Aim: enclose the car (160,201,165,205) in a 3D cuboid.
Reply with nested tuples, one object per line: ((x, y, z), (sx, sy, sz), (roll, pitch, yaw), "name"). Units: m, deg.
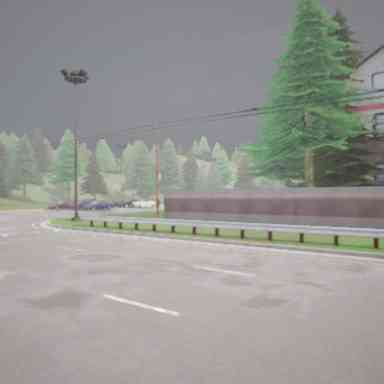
((-3.607, 1.781, 66.194), (2.097, 1.767, 4.553), (-1, 0, 36), "car")

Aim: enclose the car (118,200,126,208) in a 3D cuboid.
((-10.570, 1.909, 56.657), (1.882, 1.535, 5.008), (-1, 0, 36), "car")

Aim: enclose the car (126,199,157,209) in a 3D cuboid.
((-8.005, 1.920, 54.252), (1.812, 1.442, 4.674), (-1, 0, 36), "car")

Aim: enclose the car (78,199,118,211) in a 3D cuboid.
((-13.202, 1.921, 47.062), (1.812, 1.442, 4.674), (-1, 0, 36), "car")

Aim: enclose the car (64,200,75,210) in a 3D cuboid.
((-15.960, 1.784, 49.218), (2.097, 1.767, 4.553), (-1, 0, 36), "car")

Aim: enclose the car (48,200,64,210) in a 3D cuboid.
((-19.429, 1.994, 50.394), (1.812, 1.442, 4.674), (-1, 0, 36), "car")

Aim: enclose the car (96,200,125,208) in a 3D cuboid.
((-14.082, 2.068, 57.767), (1.895, 1.301, 4.718), (-1, 0, 36), "car")
